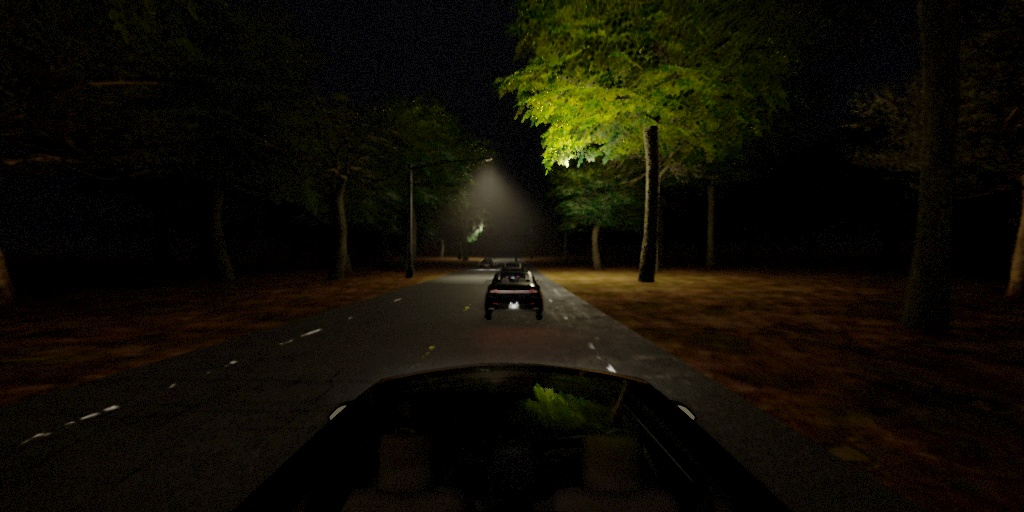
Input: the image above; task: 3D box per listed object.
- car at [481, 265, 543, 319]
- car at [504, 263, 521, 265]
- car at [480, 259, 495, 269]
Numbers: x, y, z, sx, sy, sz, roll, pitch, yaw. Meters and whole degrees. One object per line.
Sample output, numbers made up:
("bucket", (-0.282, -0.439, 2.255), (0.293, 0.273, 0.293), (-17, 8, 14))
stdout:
("car", (0.067, 1.260, 12.894), (2.128, 1.511, 4.902), (0, 0, 0))
("car", (0.063, 1.259, 28.056), (1.837, 1.490, 4.892), (0, 1, 0))
("car", (-3.580, 1.096, 52.354), (1.812, 1.442, 4.674), (0, 0, 0))
